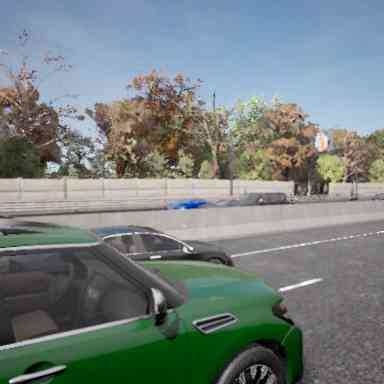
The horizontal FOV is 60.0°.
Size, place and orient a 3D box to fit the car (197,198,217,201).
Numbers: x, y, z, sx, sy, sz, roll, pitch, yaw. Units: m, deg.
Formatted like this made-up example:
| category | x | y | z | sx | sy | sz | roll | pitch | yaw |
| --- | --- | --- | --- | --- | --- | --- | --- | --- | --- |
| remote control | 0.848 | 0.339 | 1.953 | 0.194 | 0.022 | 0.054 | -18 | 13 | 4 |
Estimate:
| category | x | y | z | sx | sy | sz | roll | pitch | yaw |
| --- | --- | --- | --- | --- | --- | --- | --- | --- | --- |
| car | 3.064 | 1.361 | 27.671 | 4.674 | 1.442 | 1.812 | -1 | 0 | -35 |

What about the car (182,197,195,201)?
| category | x | y | z | sx | sy | sz | roll | pitch | yaw |
| --- | --- | --- | --- | --- | --- | --- | --- | --- | --- |
| car | -0.065 | 1.303 | 34.037 | 5.008 | 1.535 | 1.882 | -1 | 0 | -35 |

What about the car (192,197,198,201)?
| category | x | y | z | sx | sy | sz | roll | pitch | yaw |
| --- | --- | --- | --- | --- | --- | --- | --- | --- | --- |
| car | 2.535 | 1.383 | 31.591 | 4.181 | 1.385 | 1.994 | -1 | 0 | -35 |

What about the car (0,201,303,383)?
| category | x | y | z | sx | sy | sz | roll | pitch | yaw |
| --- | --- | --- | --- | --- | --- | --- | --- | --- | --- |
| car | -1.534 | 1.220 | 2.642 | 5.566 | 2.045 | 2.150 | -1 | 0 | -35 |

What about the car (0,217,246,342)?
| category | x | y | z | sx | sy | sz | roll | pitch | yaw |
| --- | --- | --- | --- | --- | --- | --- | --- | --- | --- |
| car | -1.248 | 1.478 | 7.155 | 4.892 | 1.490 | 1.837 | -1 | 0 | -36 |

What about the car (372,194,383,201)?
| category | x | y | z | sx | sy | sz | roll | pitch | yaw |
| --- | --- | --- | --- | --- | --- | --- | --- | --- | --- |
| car | 32.978 | 1.041 | 57.497 | 4.181 | 1.385 | 1.994 | -1 | 0 | -35 |

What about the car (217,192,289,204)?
| category | x | y | z | sx | sy | sz | roll | pitch | yaw |
| --- | --- | --- | --- | --- | --- | --- | --- | --- | --- |
| car | 4.849 | 1.058 | 24.644 | 5.566 | 2.045 | 2.150 | -1 | 0 | -35 |
